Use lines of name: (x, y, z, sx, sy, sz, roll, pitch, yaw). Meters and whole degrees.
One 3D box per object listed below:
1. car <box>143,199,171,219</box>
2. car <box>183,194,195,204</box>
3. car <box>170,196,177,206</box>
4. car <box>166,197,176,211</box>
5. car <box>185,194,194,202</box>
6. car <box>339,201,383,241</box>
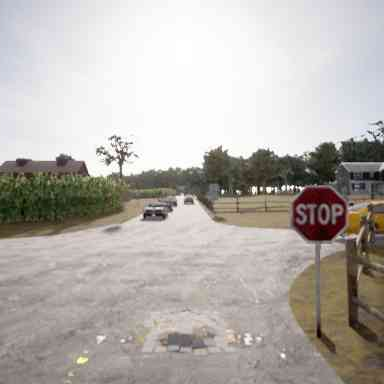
car: (-3.140, 1.585, 29.297, 1.895, 1.301, 4.718, 0, 0, 0)
car: (-0.547, 1.463, 61.202, 1.837, 1.490, 4.892, 0, 0, 0)
car: (-3.291, 1.442, 52.015, 1.882, 1.535, 5.008, 0, 0, 0)
car: (-3.211, 1.575, 39.284, 1.895, 1.301, 4.718, 0, 0, 0)
car: (-0.630, 1.262, 71.632, 1.882, 1.535, 5.008, 0, 0, 0)
car: (8.127, 1.114, 13.960, 5.008, 1.535, 1.882, -2, -3, -9)
